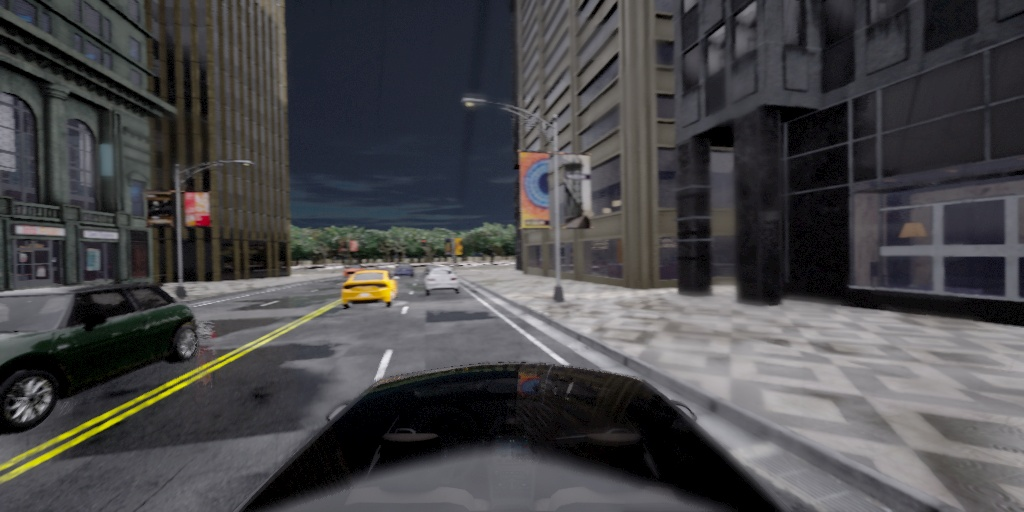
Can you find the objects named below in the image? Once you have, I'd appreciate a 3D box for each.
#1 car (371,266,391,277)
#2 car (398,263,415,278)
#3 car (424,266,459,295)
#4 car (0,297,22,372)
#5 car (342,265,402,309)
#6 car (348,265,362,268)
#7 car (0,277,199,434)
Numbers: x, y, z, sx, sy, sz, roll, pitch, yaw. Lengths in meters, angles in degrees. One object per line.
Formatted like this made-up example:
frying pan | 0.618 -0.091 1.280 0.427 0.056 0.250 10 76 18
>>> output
car | -17.607 2.101 48.441 1.895 1.301 4.718 -1 -1 -13
car | -12.607 1.622 42.256 2.097 1.767 4.553 -1 -1 -14
car | -4.177 1.391 21.203 1.812 1.442 4.674 -1 0 -13
car | -10.323 1.542 4.441 2.033 1.411 5.357 -1 0 -14
car | -6.331 1.387 16.391 1.882 1.535 5.008 -1 0 -14
car | -20.644 1.914 47.146 2.097 1.767 4.553 -1 -1 -13
car | -7.244 1.275 5.516 2.097 1.767 4.553 -1 0 -14
